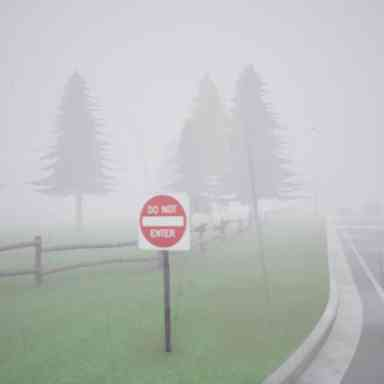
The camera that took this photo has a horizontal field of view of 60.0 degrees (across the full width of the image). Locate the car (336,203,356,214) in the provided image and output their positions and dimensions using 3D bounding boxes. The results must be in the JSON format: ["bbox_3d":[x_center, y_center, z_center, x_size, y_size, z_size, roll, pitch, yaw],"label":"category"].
[{"bbox_3d":[24.377,2.841,52.757,1.994,1.385,4.181,-2,-2,22],"label":"car"}]

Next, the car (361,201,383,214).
[{"bbox_3d":[27.637,2.364,51.532,2.150,2.045,5.566,-2,-2,22],"label":"car"}]
